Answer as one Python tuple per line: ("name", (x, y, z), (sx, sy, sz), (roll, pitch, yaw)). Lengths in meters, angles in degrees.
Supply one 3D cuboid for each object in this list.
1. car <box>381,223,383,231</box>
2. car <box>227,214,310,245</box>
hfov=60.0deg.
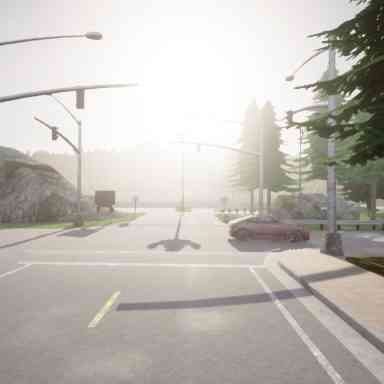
("car", (15.025, 2.059, 21.076), (5.357, 1.411, 2.033), (0, -1, -2))
("car", (3.970, 1.889, 17.505), (4.181, 1.385, 1.994), (2, -1, 1))
